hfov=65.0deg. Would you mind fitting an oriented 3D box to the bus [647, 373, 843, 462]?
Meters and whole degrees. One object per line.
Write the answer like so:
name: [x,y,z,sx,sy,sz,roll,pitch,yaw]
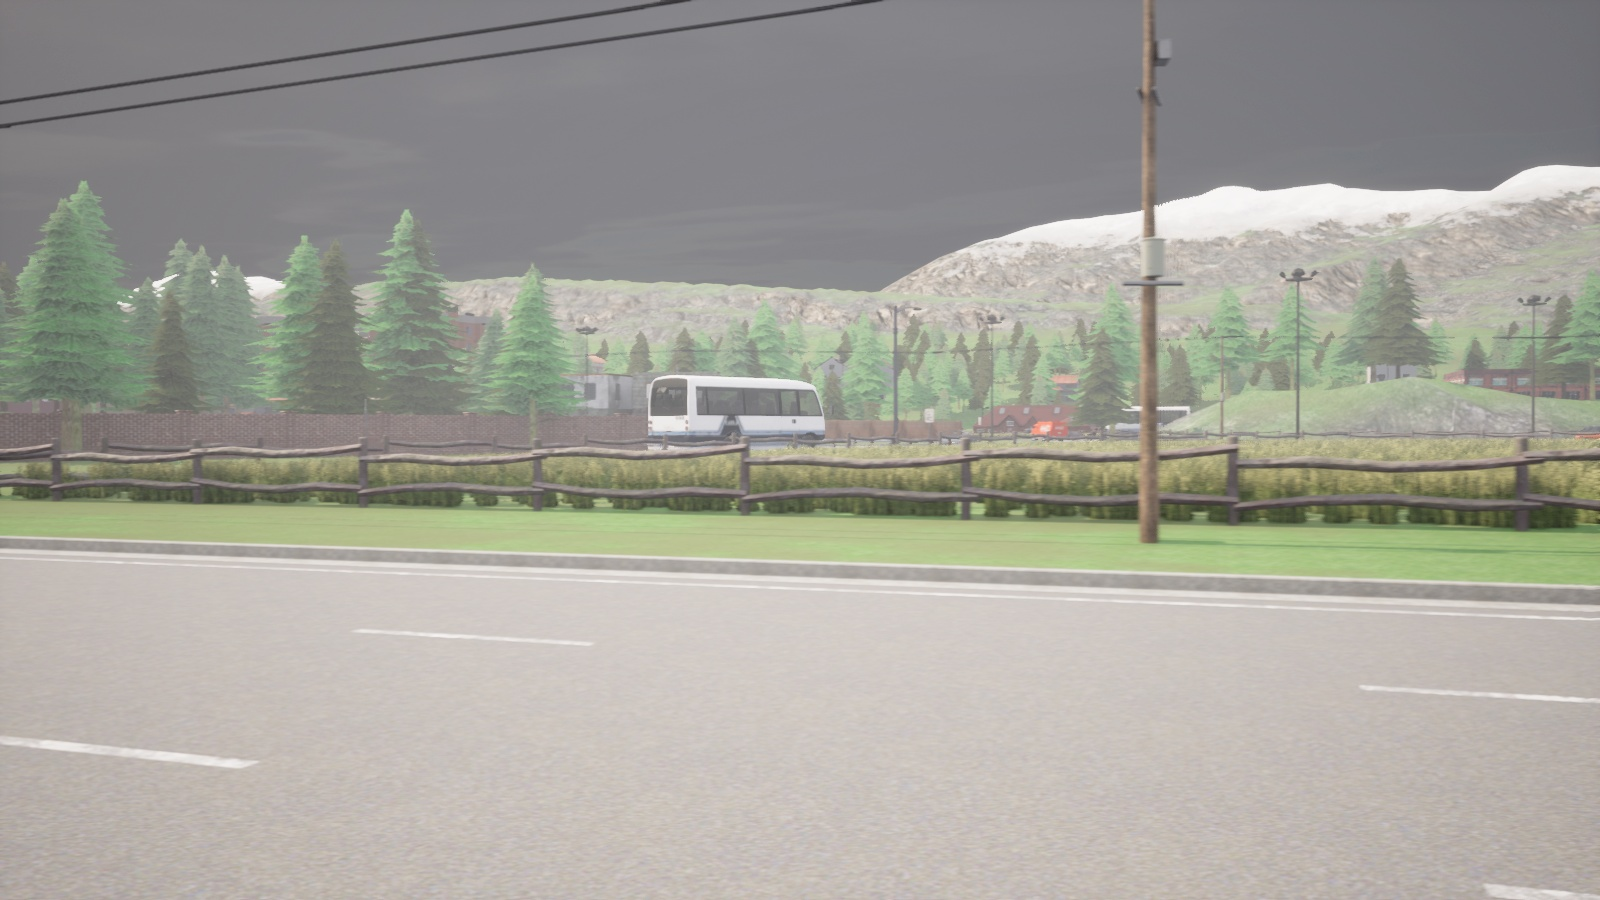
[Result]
bus: [-2.666,-1.602,65.053,3.944,4.253,10.273,1,1,43]
